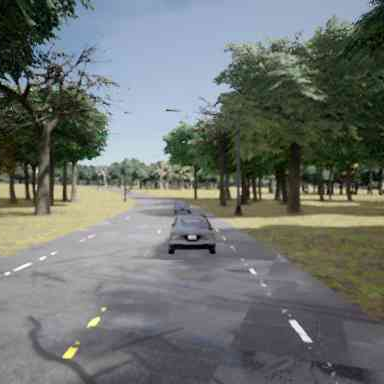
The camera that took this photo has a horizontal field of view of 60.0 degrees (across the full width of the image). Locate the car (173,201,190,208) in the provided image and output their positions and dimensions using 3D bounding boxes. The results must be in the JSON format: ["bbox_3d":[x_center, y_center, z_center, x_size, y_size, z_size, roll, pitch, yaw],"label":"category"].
[{"bbox_3d":[-1.198,1.711,38.897,2.033,1.411,5.357,0,0,-5],"label":"car"}]

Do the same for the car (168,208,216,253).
[{"bbox_3d":[-0.020,1.638,14.136,2.033,1.411,5.357,0,0,-1],"label":"car"}]
